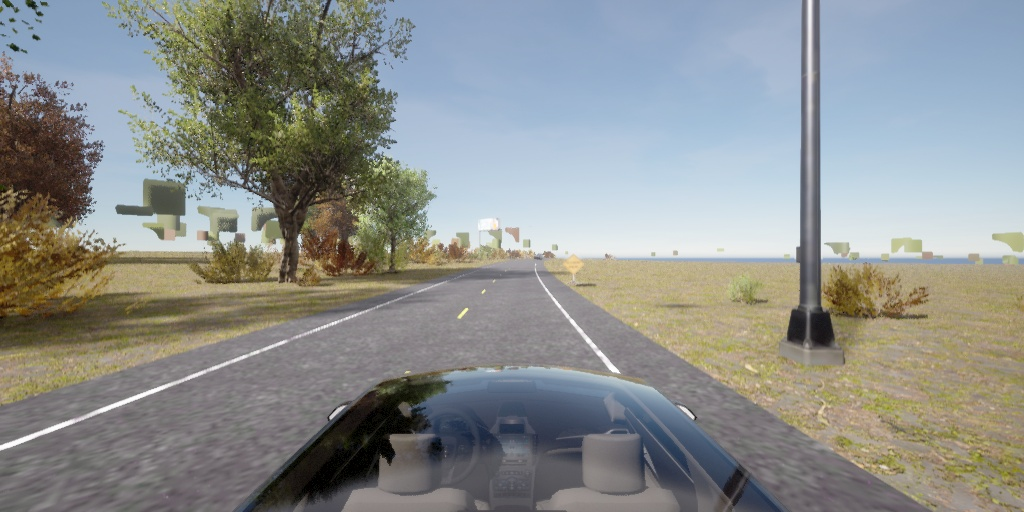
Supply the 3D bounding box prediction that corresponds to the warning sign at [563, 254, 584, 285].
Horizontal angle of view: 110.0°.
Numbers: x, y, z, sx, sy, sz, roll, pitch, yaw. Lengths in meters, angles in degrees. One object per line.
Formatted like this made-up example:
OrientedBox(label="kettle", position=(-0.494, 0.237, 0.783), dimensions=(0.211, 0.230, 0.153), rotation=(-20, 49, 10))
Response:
OrientedBox(label="warning sign", position=(3.821, 0.795, 22.167), dimensions=(1.300, 1.860, 1.060), rotation=(0, 0, 1))
